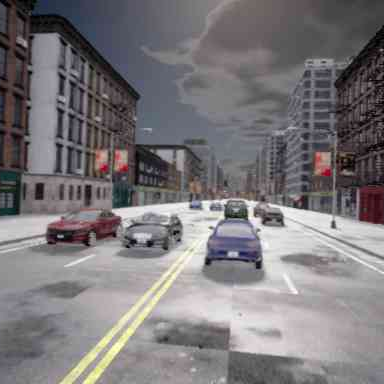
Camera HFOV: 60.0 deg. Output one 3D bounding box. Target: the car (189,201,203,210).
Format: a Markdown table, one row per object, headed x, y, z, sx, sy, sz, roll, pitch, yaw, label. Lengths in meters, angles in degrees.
| x | y | z | sx | sy | sz | roll | pitch | yaw | label |
| --- | --- | --- | --- | --- | --- | --- | --- | --- | --- |
| 0.700 | 2.186 | 55.407 | 1.882 | 1.535 | 5.008 | 2 | -1 | 8 | car |

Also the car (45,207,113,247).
| x | y | z | sx | sy | sz | roll | pitch | yaw | label |
| --- | --- | --- | --- | --- | --- | --- | --- | --- | --- |
| -4.780 | 1.503 | 15.425 | 1.882 | 1.535 | 5.008 | 2 | -1 | 8 | car |

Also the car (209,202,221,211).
| x | y | z | sx | sy | sz | roll | pitch | yaw | label |
| --- | --- | --- | --- | --- | --- | --- | --- | --- | --- |
| 3.924 | 2.362 | 54.997 | 2.033 | 1.411 | 5.357 | 2 | -1 | 8 | car |

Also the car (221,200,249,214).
| x | y | z | sx | sy | sz | roll | pitch | yaw | label |
| --- | --- | --- | --- | --- | --- | --- | --- | --- | --- |
| 4.079 | 1.741 | 30.775 | 2.150 | 2.045 | 5.566 | 2 | -1 | 8 | car |

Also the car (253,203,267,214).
| x | y | z | sx | sy | sz | roll | pitch | yaw | label |
| --- | --- | --- | --- | --- | --- | --- | --- | --- | --- |
| 8.752 | 2.167 | 41.612 | 2.097 | 1.767 | 4.553 | 2 | -1 | 8 | car |

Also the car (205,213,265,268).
| x | y | z | sx | sy | sz | roll | pitch | yaw | label |
| --- | --- | --- | --- | --- | --- | --- | --- | --- | --- |
| 1.542 | 1.730 | 12.201 | 1.812 | 1.442 | 4.674 | 2 | -1 | 8 | car |

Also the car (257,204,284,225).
| x | y | z | sx | sy | sz | roll | pitch | yaw | label |
| --- | --- | --- | --- | --- | --- | --- | --- | --- | --- |
| 7.248 | 2.130 | 30.307 | 1.837 | 1.490 | 4.892 | 2 | 0 | 8 | car |

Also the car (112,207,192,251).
| x | y | z | sx | sy | sz | roll | pitch | yaw | label |
| --- | --- | --- | --- | --- | --- | --- | --- | --- | --- |
| -1.561 | 1.623 | 14.975 | 2.128 | 1.511 | 4.902 | 2 | -1 | 8 | car |
